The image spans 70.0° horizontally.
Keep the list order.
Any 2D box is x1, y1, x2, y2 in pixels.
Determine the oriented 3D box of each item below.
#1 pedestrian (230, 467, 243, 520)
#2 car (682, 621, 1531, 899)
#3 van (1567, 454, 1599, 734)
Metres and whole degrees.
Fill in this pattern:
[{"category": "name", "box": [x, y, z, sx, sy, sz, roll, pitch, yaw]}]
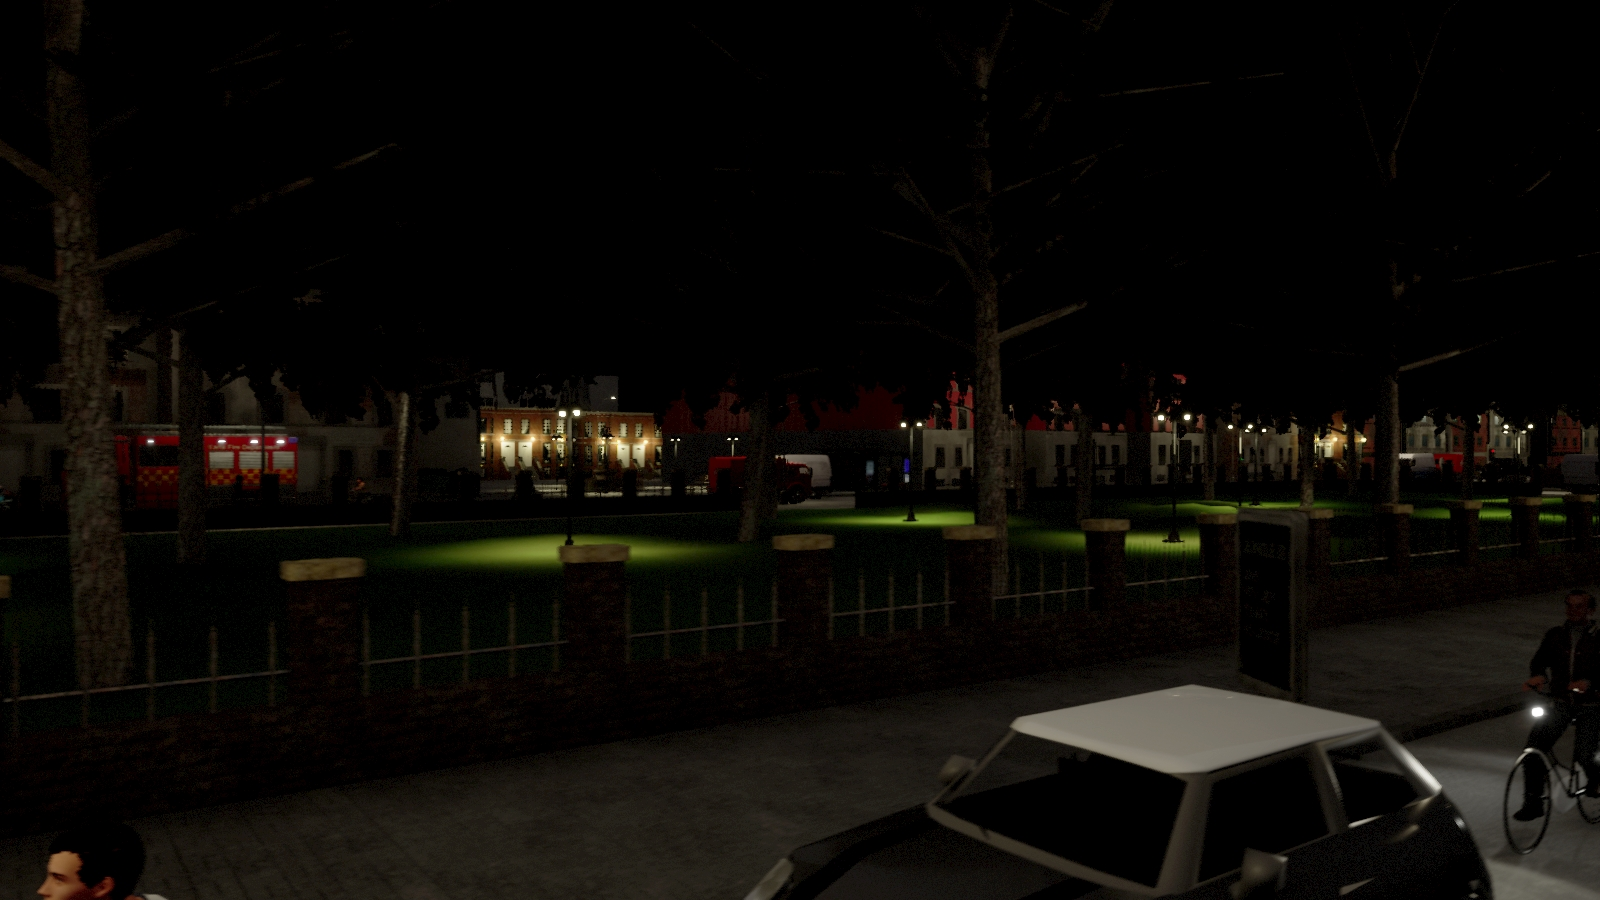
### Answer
[{"category": "pedestrian", "box": [-19.891, 1.527, 40.311, 0.375, 1.860, 0.375, 0, 0, -21]}, {"category": "car", "box": [1.586, 1.846, 5.507, 3.806, 1.475, 1.970, 0, 0, -35]}, {"category": "van", "box": [10.138, 1.319, 11.524, 5.915, 2.561, 1.988, 0, 0, -35]}]
